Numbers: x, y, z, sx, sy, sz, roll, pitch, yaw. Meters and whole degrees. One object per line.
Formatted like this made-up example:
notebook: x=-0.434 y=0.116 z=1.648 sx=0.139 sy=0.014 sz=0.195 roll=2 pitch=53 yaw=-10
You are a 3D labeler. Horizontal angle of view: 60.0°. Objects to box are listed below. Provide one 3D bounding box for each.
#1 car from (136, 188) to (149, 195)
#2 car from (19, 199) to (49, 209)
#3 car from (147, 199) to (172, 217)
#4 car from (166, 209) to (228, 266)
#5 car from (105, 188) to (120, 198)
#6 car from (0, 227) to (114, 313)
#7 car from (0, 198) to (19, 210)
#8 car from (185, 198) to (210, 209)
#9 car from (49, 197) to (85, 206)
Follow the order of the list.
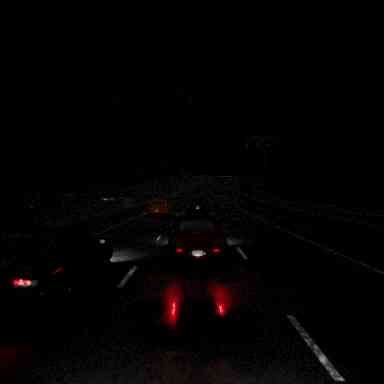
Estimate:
car: x=-11.384 y=0.066 z=77.380 sx=2.150 sy=2.045 sz=5.566 roll=0 pitch=1 yaw=4
car: x=-16.948 y=1.452 z=37.173 sx=1.994 sy=1.385 sz=4.181 roll=0 pitch=1 yaw=2
car: x=-2.945 y=1.427 z=30.880 sx=1.882 sy=1.535 sz=5.008 roll=0 pitch=0 yaw=1
car: x=0.182 y=1.523 z=11.474 sx=1.812 sy=1.442 sz=4.674 roll=0 pitch=0 yaw=1
car: x=-18.423 y=0.212 z=77.032 sx=2.150 sy=2.045 sz=5.566 roll=0 pitch=1 yaw=4
car: x=-3.355 y=1.544 z=7.927 sx=2.033 sy=1.411 sz=5.357 roll=0 pitch=0 yaw=0
car: x=-20.483 y=1.388 z=36.201 sx=2.128 sy=1.511 sz=4.902 roll=0 pitch=0 yaw=2
car: x=0.512 y=1.315 z=29.119 sx=2.097 sy=1.767 sz=4.553 roll=0 pitch=0 yaw=1
car: x=-13.460 y=1.371 z=36.845 sx=1.882 sy=1.535 sz=5.008 roll=0 pitch=1 yaw=2
